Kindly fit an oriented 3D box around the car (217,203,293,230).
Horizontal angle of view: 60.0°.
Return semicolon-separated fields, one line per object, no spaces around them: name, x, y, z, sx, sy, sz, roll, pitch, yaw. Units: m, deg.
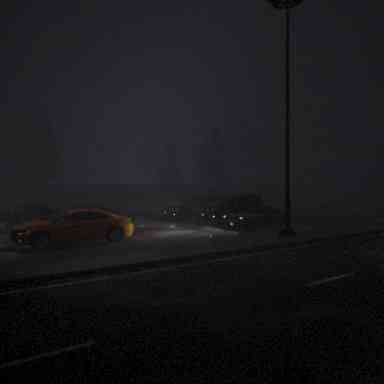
car;4.167;1.590;21.059;4.718;1.301;1.895;0;0;-35

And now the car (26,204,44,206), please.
car;-5.980;1.473;18.141;5.008;1.535;1.882;0;0;-35

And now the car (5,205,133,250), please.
car;-5.057;1.474;14.503;5.008;1.535;1.882;0;0;-36

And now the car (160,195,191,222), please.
car;0.197;1.210;26.826;5.566;2.045;2.150;0;0;-35

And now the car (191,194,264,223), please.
car;2.991;1.210;24.512;5.566;2.045;2.150;0;0;-35

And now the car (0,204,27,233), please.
car;-9.744;1.489;19.758;4.902;1.511;2.128;0;0;-35
